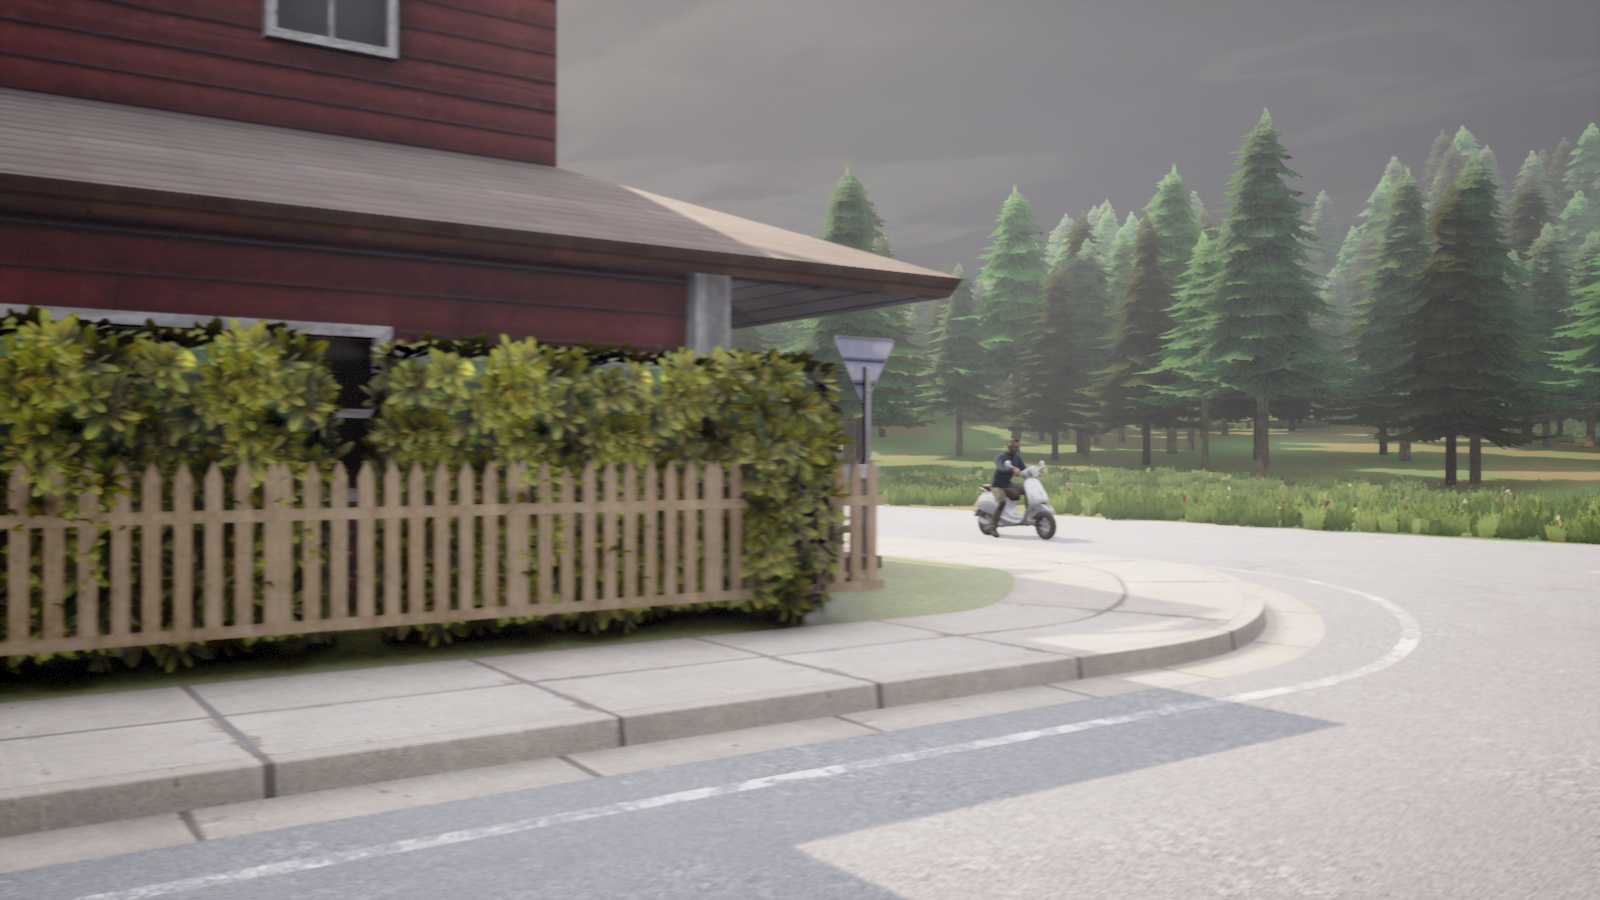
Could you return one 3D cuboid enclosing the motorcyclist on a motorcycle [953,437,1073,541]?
[{"bbox_3d":[3.383,0.596,20.116,0.866,1.590,1.817,0,0,-35],"label":"motorcyclist on a motorcycle"}]
